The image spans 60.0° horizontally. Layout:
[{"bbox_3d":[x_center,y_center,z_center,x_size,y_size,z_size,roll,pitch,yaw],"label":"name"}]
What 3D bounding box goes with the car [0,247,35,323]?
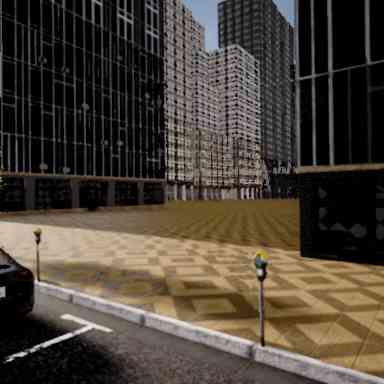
[{"bbox_3d":[-4.649,1.566,6.195,4.313,1.339,1.947,0,-1,35],"label":"car"}]
